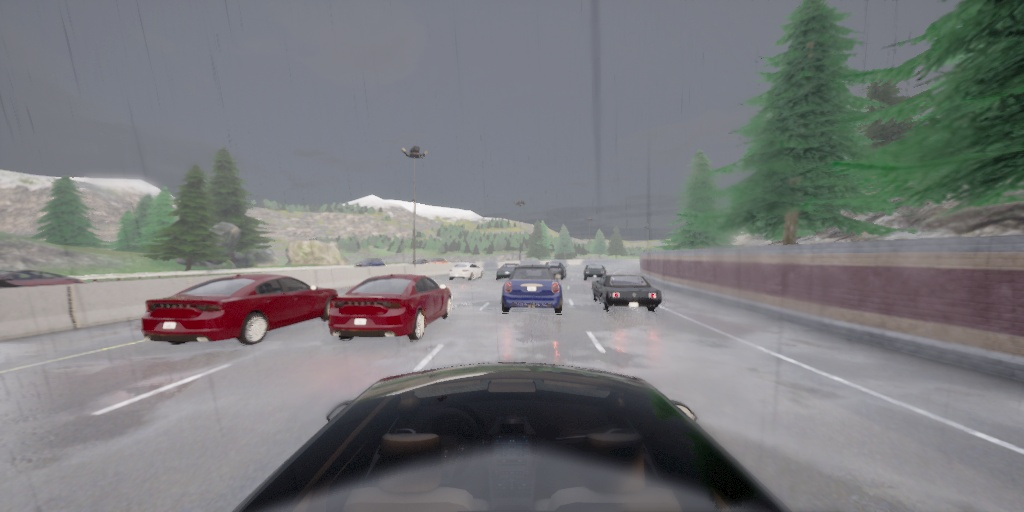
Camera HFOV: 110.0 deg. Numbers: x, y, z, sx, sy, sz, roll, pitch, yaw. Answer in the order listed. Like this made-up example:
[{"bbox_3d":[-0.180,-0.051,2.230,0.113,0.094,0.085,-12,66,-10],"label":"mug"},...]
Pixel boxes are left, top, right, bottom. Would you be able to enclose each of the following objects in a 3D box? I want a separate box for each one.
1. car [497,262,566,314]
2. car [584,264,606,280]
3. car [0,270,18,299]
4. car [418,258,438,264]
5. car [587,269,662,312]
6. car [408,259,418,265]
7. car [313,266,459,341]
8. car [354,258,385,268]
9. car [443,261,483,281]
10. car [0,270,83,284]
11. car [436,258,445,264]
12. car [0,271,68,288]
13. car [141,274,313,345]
[{"bbox_3d":[0.844,1.108,14.008,2.097,1.767,4.553,0,0,5],"label":"car"},{"bbox_3d":[7.365,1.383,31.742,1.895,1.301,4.718,0,0,13],"label":"car"},{"bbox_3d":[-23.945,1.282,14.273,1.895,1.301,4.718,0,0,5],"label":"car"},{"bbox_3d":[-11.578,1.084,54.041,2.097,1.767,4.553,0,0,20],"label":"car"},{"bbox_3d":[4.356,1.368,14.396,1.895,1.301,4.718,0,0,6],"label":"car"},{"bbox_3d":[-14.430,1.227,56.422,1.837,1.490,4.892,0,0,21],"label":"car"},{"bbox_3d":[-3.016,1.221,9.947,1.882,1.535,5.008,0,0,3],"label":"car"},{"bbox_3d":[-20.135,1.056,50.648,2.097,1.767,4.553,0,0,18],"label":"car"},{"bbox_3d":[-3.803,1.273,29.864,1.812,1.442,4.674,0,0,11],"label":"car"},{"bbox_3d":[-20.386,1.256,14.457,1.994,1.385,4.181,0,0,5],"label":"car"},{"bbox_3d":[-8.607,1.341,52.042,1.895,1.301,4.718,0,0,20],"label":"car"},{"bbox_3d":[-17.209,1.301,10.631,1.895,1.301,4.718,0,0,4],"label":"car"},{"bbox_3d":[-6.550,1.210,9.475,1.882,1.535,5.008,0,0,3],"label":"car"}]
